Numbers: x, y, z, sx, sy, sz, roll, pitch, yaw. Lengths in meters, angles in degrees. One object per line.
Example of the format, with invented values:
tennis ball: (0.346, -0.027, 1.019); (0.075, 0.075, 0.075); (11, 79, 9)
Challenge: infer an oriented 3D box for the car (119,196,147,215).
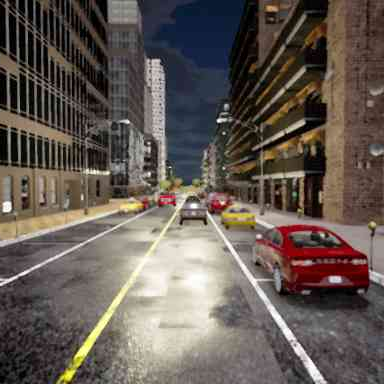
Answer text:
car: (-5.692, 1.291, 31.172); (1.752, 1.417, 4.829); (-1, 0, 0)

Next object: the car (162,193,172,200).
car: (-5.719, 0.997, 76.924); (1.947, 1.339, 4.313); (-1, 0, 0)

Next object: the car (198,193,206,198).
car: (2.622, 0.914, 88.198); (1.947, 1.339, 4.313); (-1, 0, 0)

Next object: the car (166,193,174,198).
car: (-5.726, 0.892, 88.318); (1.887, 1.381, 4.507); (-1, 0, 0)

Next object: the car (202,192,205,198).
car: (2.647, 1.122, 42.616); (1.967, 1.590, 4.097); (-1, 0, 0)

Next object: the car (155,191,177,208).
car: (-3.115, 0.904, 42.822); (2.150, 2.045, 5.566); (0, 0, 0)

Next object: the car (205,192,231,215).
car: (2.651, 1.080, 31.221); (2.192, 1.841, 5.009); (-1, 0, 0)

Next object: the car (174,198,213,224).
car: (0.086, 1.372, 23.040); (2.033, 1.411, 5.357); (0, 0, 0)

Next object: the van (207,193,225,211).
van: (2.648, 1.064, 36.918); (1.690, 1.788, 3.998); (-1, 0, 0)

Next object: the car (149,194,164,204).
car: (-5.706, 1.124, 53.963); (1.752, 1.417, 4.829); (-1, 0, 0)

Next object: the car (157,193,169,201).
car: (-5.714, 0.954, 65.527); (1.967, 1.590, 4.097); (-1, 0, 0)

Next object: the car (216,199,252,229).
car: (2.662, 1.373, 19.997); (1.752, 1.417, 4.829); (-1, 0, 0)

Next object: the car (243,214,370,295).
car: (2.670, 1.480, 8.432); (1.887, 1.381, 4.507); (-1, 0, 0)

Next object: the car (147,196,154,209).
car: (-5.695, 1.267, 37.040); (1.887, 1.381, 4.507); (-1, 0, 0)

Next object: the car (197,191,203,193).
car: (2.630, 0.830, 65.406); (2.192, 1.841, 5.009); (-1, 0, 0)

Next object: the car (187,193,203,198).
car: (0.074, 1.199, 40.988); (1.837, 1.490, 4.892); (0, 1, 0)

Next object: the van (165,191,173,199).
van: (-5.727, 0.730, 82.619); (1.690, 1.788, 3.998); (-1, 0, 0)
